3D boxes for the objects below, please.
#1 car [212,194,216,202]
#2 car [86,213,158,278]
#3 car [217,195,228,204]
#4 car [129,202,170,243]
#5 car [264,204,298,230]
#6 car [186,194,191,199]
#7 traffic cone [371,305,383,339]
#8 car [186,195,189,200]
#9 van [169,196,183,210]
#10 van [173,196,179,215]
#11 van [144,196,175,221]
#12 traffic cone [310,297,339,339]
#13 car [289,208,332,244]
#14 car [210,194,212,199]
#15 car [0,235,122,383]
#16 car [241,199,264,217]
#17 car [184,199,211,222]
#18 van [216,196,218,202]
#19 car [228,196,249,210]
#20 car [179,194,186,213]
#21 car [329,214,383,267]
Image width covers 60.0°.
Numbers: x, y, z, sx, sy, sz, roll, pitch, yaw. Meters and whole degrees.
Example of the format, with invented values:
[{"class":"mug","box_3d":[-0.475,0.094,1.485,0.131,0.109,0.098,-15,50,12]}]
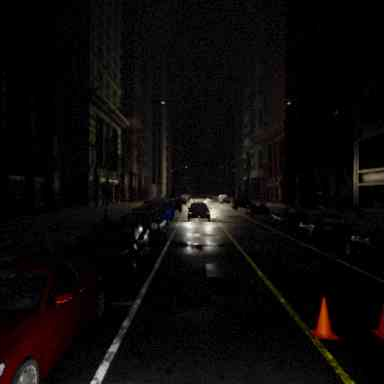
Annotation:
[{"class":"car","box_3d":[6.742,1.661,83.439,1.967,1.590,4.097,0,0,0]},{"class":"car","box_3d":[-2.342,1.563,10.219,1.947,1.339,4.313,0,0,0]},{"class":"car","box_3d":[6.614,1.701,66.700,1.752,1.417,4.829,0,0,0]},{"class":"car","box_3d":[-2.298,1.446,15.855,1.967,1.590,4.097,0,0,0]},{"class":"car","box_3d":[6.269,1.628,21.442,2.008,1.369,4.403,0,0,0]},{"class":"car","box_3d":[-1.870,1.695,72.219,1.947,1.339,4.313,0,0,0]},{"class":"traffic cone","box_3d":[3.107,1.985,5.305,0.340,0.580,0.340,0,0,0]},{"class":"car","box_3d":[-1.955,1.644,60.946,1.887,1.381,4.507,0,0,0]},{"class":"van","box_3d":[-2.083,1.400,44.036,1.690,1.788,3.998,0,0,0]},{"class":"van","box_3d":[-2.212,1.367,27.128,1.690,1.788,3.998,0,0,0]},{"class":"van","box_3d":[-2.255,1.356,21.492,1.690,1.788,3.998,0,0,0]},{"class":"traffic cone","box_3d":[2.107,1.978,5.313,0.340,0.580,0.340,0,0,0]},{"class":"car","box_3d":[6.226,1.649,15.806,1.802,1.307,4.206,0,0,0]},{"class":"car","box_3d":[6.827,1.803,94.711,2.008,1.369,4.403,0,0,0]},{"class":"car","box_3d":[-2.384,1.571,4.582,1.802,1.307,4.206,0,0,0]},{"class":"car","box_3d":[6.355,1.643,32.714,1.887,1.381,4.507,0,0,0]},{"class":"car","box_3d":[0.553,1.571,27.310,1.812,1.442,4.674,0,0,0]},{"class":"van","box_3d":[6.656,1.532,72.167,1.690,1.788,3.998,0,0,0]},{"class":"car","box_3d":[6.442,1.436,43.986,2.192,1.841,5.009,0,0,0]},{"class":"car","box_3d":[-2.126,1.362,38.400,2.192,1.841,5.009,0,0,0]},{"class":"car","box_3d":[6.183,1.609,10.170,2.008,1.369,4.403,0,0,0]}]
